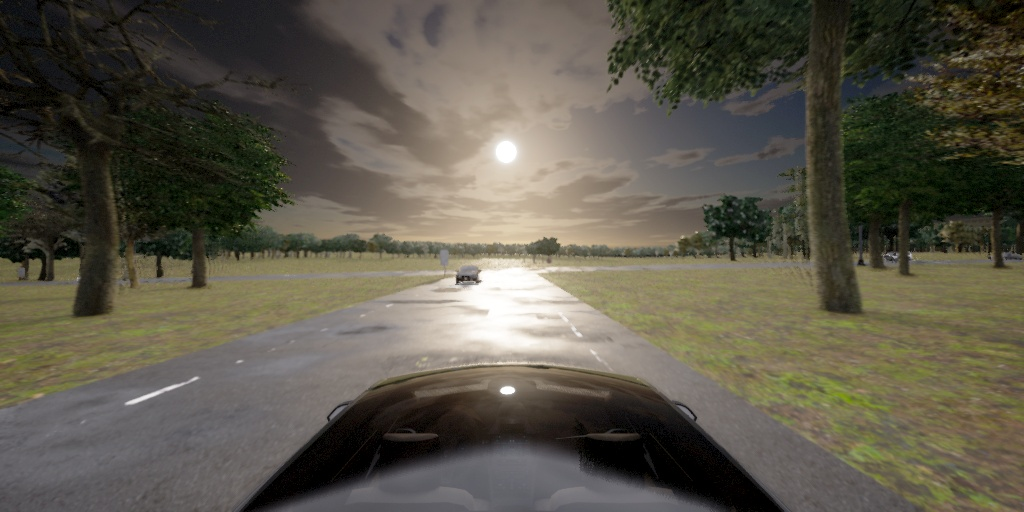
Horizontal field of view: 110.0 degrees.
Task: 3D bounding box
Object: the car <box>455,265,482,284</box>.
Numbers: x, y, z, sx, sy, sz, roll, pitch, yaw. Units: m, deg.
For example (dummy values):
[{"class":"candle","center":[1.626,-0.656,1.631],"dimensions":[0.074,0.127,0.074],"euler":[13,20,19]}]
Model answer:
[{"class":"car","center":[-3.582,1.526,30.237],"dimensions":[1.837,1.490,4.892],"euler":[0,-1,0]}]
